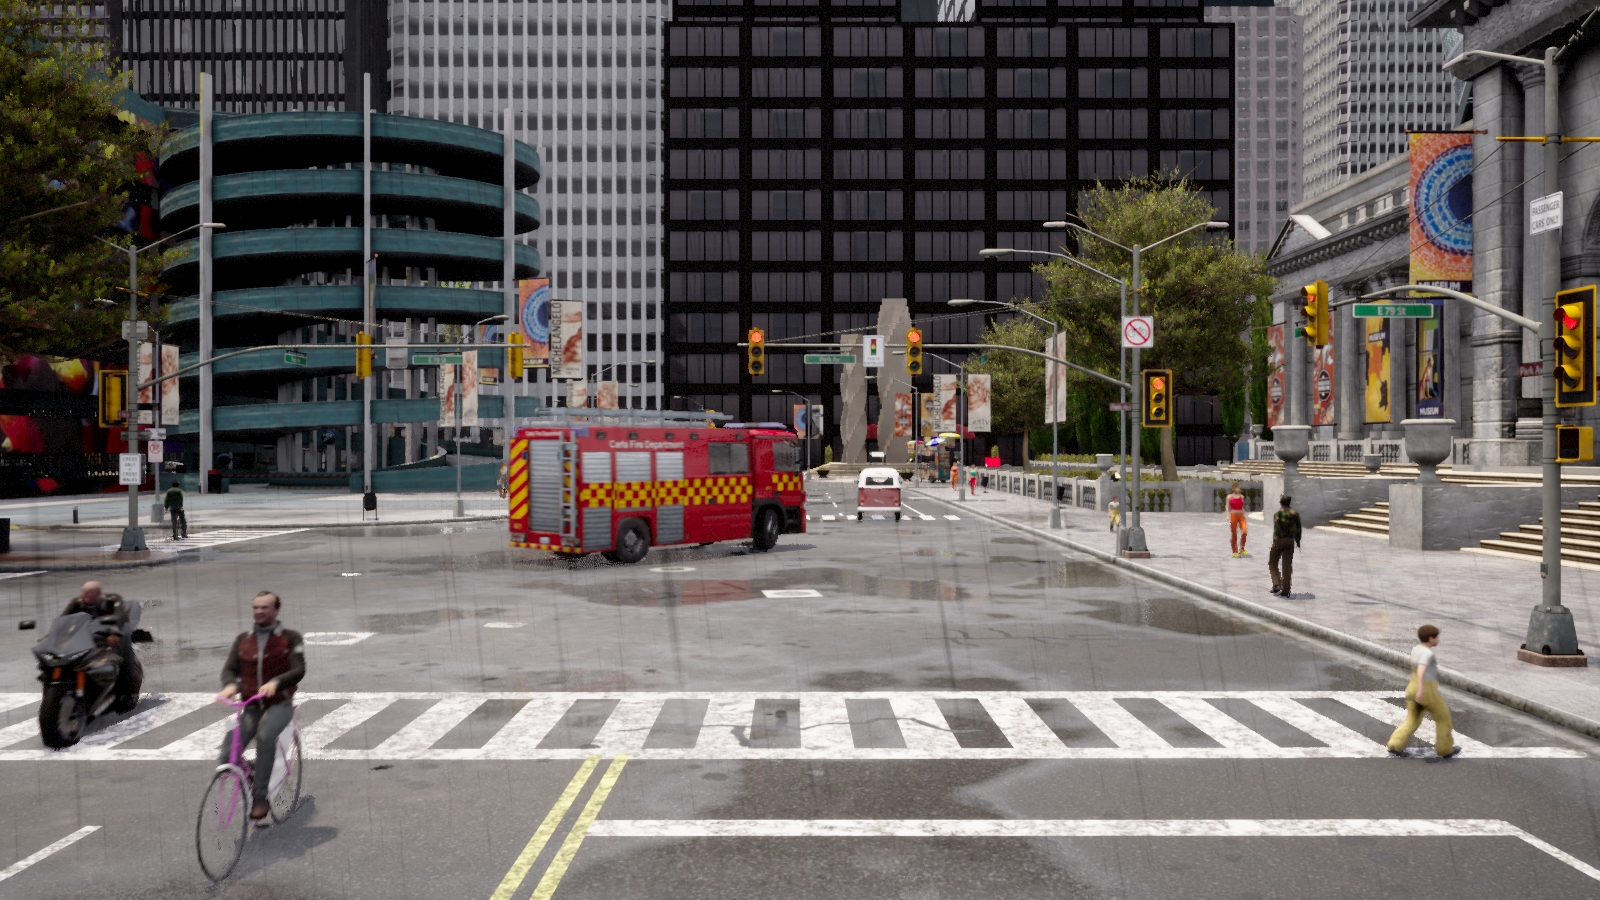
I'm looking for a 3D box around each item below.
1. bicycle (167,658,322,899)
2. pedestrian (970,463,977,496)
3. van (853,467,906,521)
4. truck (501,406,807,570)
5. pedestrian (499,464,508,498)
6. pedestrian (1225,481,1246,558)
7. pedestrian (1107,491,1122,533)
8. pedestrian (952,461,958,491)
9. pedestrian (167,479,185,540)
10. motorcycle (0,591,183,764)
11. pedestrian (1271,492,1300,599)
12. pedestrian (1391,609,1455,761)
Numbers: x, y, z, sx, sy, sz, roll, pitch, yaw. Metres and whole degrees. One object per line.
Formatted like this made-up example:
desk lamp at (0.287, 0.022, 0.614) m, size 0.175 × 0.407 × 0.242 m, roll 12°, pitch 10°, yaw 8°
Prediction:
bicycle at (-3.826, 2.206, 7.998) m, size 0.329 × 1.171 × 1.835 m, roll -1°, pitch 0°, yaw -5°
pedestrian at (9.855, 1.671, 65.026) m, size 0.375 × 1.860 × 0.375 m, roll 0°, pitch 0°, yaw 6°
van at (3.247, 1.764, 47.121) m, size 2.069 × 2.038 × 4.480 m, roll 0°, pitch 0°, yaw 3°
truck at (-3.631, 0.879, 30.813) m, size 2.891 × 3.827 × 8.468 m, roll 0°, pitch 0°, yaw 40°
pedestrian at (-16.223, 1.672, 62.529) m, size 0.375 × 1.860 × 0.375 m, roll 0°, pitch 0°, yaw -1°
pedestrian at (10.638, 1.685, 27.892) m, size 0.375 × 1.860 × 0.375 m, roll 0°, pitch 0°, yaw 0°
pedestrian at (9.925, 1.963, 36.057) m, size 0.375 × 1.300 × 0.375 m, roll 0°, pitch 0°, yaw -2°
pedestrian at (9.914, 1.667, 73.229) m, size 0.375 × 1.860 × 0.375 m, roll 0°, pitch 0°, yaw 4°
pedestrian at (-19.199, 1.835, 35.148) m, size 0.375 × 1.860 × 0.375 m, roll 0°, pitch 0°, yaw -7°
motorcycle at (-7.075, 2.200, 11.509) m, size 0.867 × 1.251 × 2.209 m, roll -2°, pitch 0°, yaw -11°
pedestrian at (8.642, 1.688, 20.335) m, size 0.375 × 1.860 × 0.375 m, roll 0°, pitch 0°, yaw 4°
pedestrian at (5.655, 2.124, 10.382) m, size 0.375 × 1.300 × 0.375 m, roll 0°, pitch 0°, yaw -2°
